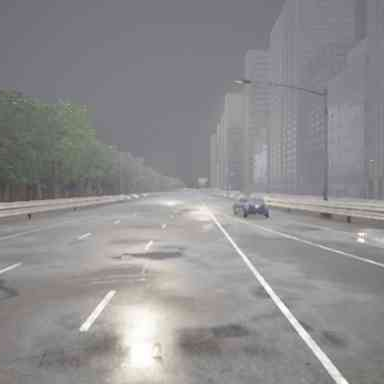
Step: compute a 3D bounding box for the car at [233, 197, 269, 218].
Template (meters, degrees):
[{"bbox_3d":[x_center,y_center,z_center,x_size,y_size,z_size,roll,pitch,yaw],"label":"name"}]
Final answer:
[{"bbox_3d":[4.920,1.183,28.458,2.097,1.767,4.553,0,0,-6],"label":"car"}]
